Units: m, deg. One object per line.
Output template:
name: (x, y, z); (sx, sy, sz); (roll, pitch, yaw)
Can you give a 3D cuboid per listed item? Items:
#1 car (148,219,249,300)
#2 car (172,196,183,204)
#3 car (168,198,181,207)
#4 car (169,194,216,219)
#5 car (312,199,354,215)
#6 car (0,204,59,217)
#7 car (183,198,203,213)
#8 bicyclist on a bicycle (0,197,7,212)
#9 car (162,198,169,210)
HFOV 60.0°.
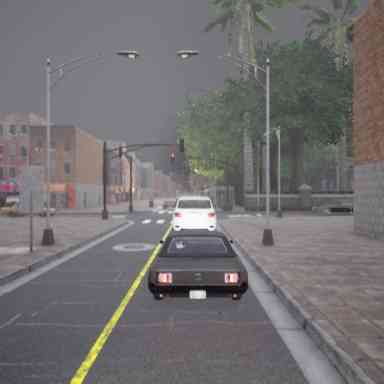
car: (0.111, 1.600, 8.331); (1.895, 1.301, 4.718); (0, 0, 0)
car: (-2.716, 1.515, 64.638); (1.882, 1.535, 5.008); (0, 0, 1)
car: (-2.771, 1.630, 54.340); (1.895, 1.301, 4.718); (0, 0, 0)
car: (0.128, 1.223, 18.096); (2.150, 2.045, 5.566); (0, 0, 0)
car: (14.280, 1.462, 32.402); (4.902, 1.511, 2.128); (0, 0, 0)
car: (-14.403, 1.561, 29.666); (4.829, 1.417, 1.752); (0, 0, 0)
car: (0.092, 1.522, 39.496); (1.837, 1.490, 4.892); (-3, 0, -6)
bicyclist on a bicycle: (-20.098, 1.359, 35.313); (0.582, 1.620, 1.656); (0, 0, 0)
car: (-2.790, 1.547, 44.547); (1.812, 1.442, 4.674); (0, 0, 0)
